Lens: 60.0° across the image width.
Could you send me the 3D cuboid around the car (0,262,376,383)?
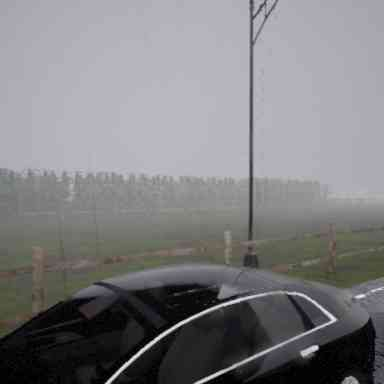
[{"bbox_3d":[-0.295,1.510,2.860,4.892,1.490,1.837,0,0,-35],"label":"car"}]
